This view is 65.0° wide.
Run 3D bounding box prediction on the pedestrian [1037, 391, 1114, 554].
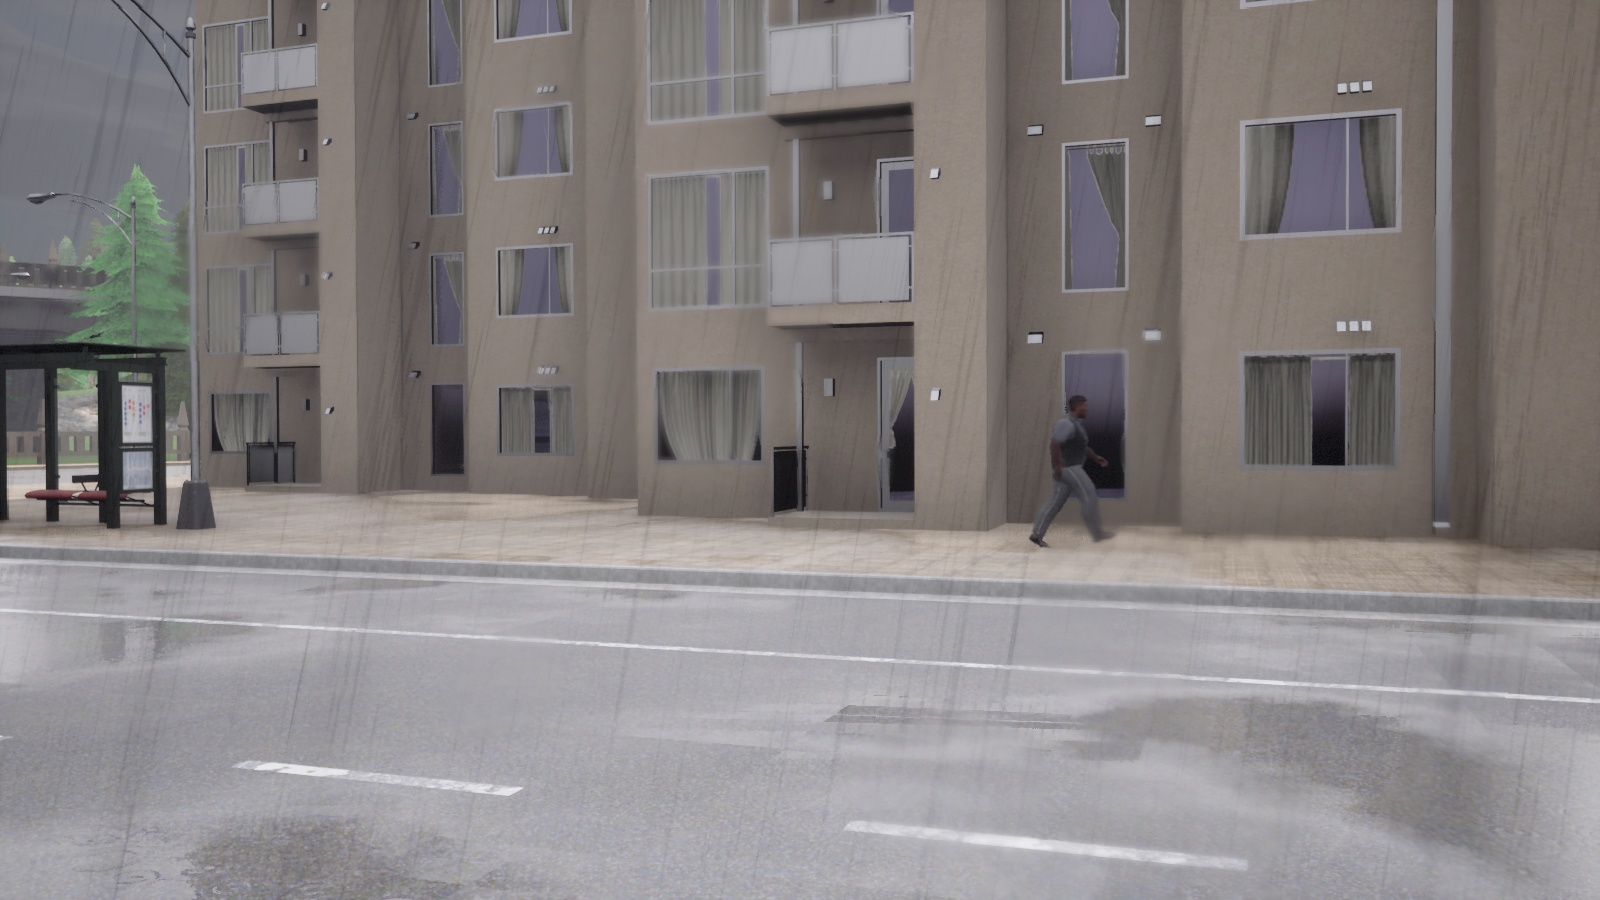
[{"bbox_3d":[3.274,0.258,14.888,0.849,1.883,0.563,0,1,15],"label":"pedestrian"}]
